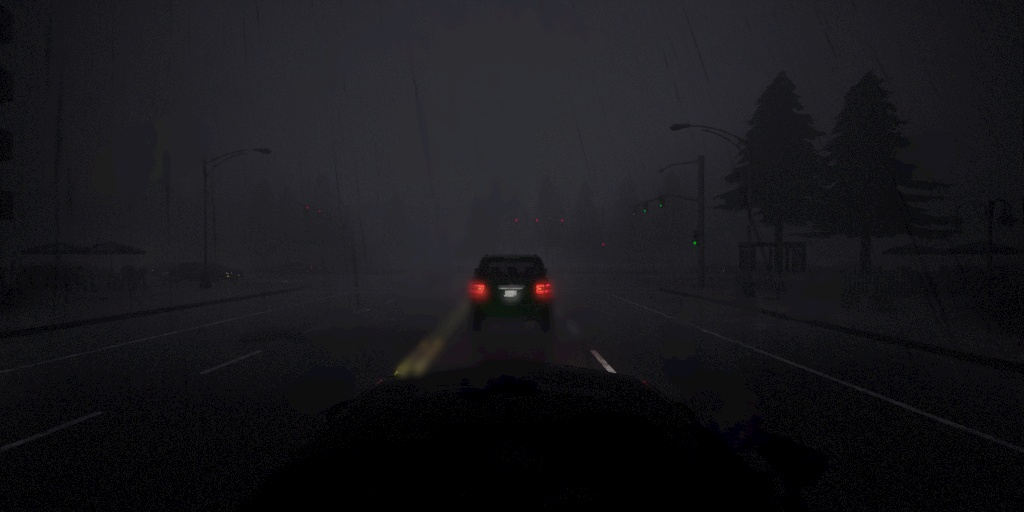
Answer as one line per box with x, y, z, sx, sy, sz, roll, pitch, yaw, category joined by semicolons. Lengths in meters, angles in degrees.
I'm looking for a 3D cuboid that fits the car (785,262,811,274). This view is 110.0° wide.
30.665;1.295;38.205;4.718;1.301;1.895;0;0;1;car

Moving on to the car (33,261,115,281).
-32.978;1.172;26.954;5.008;1.535;1.882;0;0;-2;car

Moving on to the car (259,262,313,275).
-23.818;1.295;37.852;4.718;1.301;1.895;0;0;0;car

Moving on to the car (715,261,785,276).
22.954;1.186;34.707;4.902;1.511;2.128;0;0;0;car

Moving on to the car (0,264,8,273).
-51.381;1.172;33.611;5.008;1.535;1.882;0;0;-26;car

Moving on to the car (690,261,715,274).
21.507;1.220;38.202;4.674;1.442;1.812;0;0;0;car

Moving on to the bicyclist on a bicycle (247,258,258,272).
-30.088;0.995;41.582;0.582;1.620;1.656;0;0;0;bicyclist on a bicycle

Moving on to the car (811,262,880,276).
32.705;1.242;34.701;5.357;1.411;2.033;0;0;1;car

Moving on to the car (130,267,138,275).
-33.176;1.242;34.244;5.357;1.411;2.033;0;0;-1;car

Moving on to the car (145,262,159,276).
-27.477;1.242;30.595;5.357;1.411;2.033;0;0;-2;car

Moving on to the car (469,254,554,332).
-0.018;0.971;11.060;2.150;2.045;5.566;0;0;0;car

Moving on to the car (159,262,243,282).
-23.130;1.200;27.129;4.892;1.490;1.837;0;0;-1;car

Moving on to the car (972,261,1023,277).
44.983;1.186;33.159;4.902;1.511;2.128;0;0;15;car
